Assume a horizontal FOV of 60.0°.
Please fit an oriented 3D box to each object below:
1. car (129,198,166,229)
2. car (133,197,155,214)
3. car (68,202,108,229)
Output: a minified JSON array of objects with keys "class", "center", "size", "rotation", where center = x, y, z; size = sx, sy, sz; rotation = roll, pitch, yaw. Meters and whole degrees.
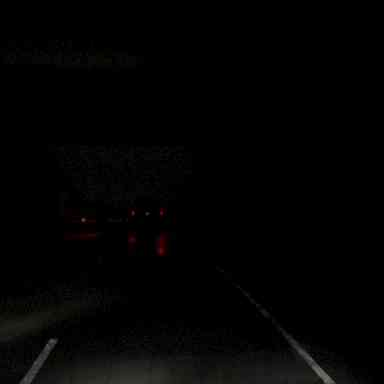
[{"class":"car","center":[-2.804,1.215,20.585],"size":[2.097,1.767,4.553],"rotation":[0,0,-9]},{"class":"car","center":[-4.932,1.328,33.551],"size":[2.033,1.411,5.357],"rotation":[0,0,-9]},{"class":"car","center":[-6.340,1.358,20.632],"size":[1.882,1.535,5.008],"rotation":[0,0,-9]}]
